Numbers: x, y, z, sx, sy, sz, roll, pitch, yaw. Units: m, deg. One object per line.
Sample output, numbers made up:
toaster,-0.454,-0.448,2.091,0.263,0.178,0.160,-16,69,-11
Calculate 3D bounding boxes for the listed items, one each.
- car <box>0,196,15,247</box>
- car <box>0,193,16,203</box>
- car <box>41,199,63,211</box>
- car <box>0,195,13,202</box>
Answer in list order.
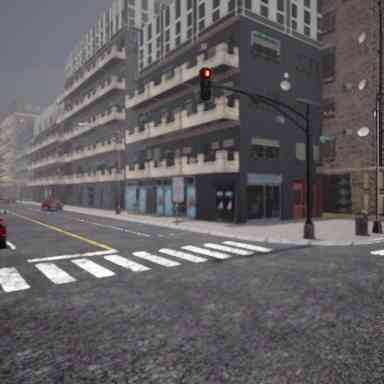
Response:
car,-9.249,1.262,14.189,2.192,1.841,5.009,0,0,-36
car,-35.665,1.258,64.995,1.967,1.590,4.097,0,0,-36
car,-15.742,1.451,37.461,1.802,1.307,4.206,0,0,-36
car,-38.984,1.368,69.583,2.008,1.369,4.403,0,0,-36
